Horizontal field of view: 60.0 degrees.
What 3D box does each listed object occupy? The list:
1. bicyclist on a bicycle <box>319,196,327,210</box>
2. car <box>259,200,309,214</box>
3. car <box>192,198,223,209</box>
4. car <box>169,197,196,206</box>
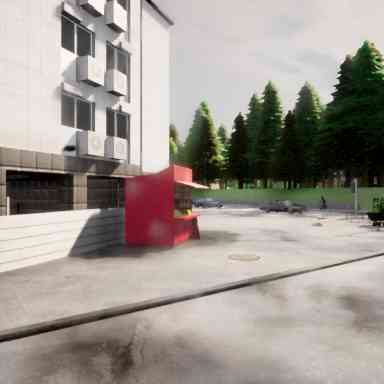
[{"bbox_3d":[15.990,1.349,40.578,1.656,1.620,0.582,0,0,-35],"label":"bicyclist on a bicycle"},{"bbox_3d":[9.564,1.547,35.122,2.033,1.411,5.357,0,0,-35],"label":"car"},{"bbox_3d":[2.198,1.526,45.519,1.812,1.442,4.674,0,0,-35],"label":"car"},{"bbox_3d":[-1.745,1.547,58.220,2.033,1.411,5.357,0,0,-35],"label":"car"}]
